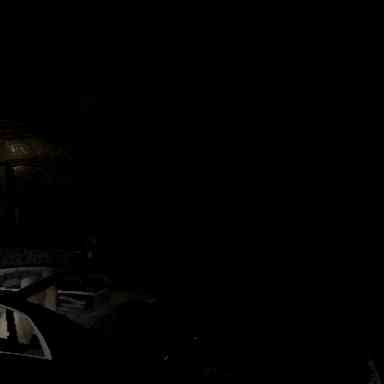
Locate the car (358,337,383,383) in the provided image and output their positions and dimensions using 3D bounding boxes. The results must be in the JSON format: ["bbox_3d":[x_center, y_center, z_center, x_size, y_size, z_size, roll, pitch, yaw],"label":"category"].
[{"bbox_3d":[3.190,1.335,1.865,4.097,1.590,1.967,-1,1,17],"label":"car"}]

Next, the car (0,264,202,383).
[{"bbox_3d":[-2.090,1.494,3.484,4.403,1.369,2.008,-1,1,17],"label":"car"}]
